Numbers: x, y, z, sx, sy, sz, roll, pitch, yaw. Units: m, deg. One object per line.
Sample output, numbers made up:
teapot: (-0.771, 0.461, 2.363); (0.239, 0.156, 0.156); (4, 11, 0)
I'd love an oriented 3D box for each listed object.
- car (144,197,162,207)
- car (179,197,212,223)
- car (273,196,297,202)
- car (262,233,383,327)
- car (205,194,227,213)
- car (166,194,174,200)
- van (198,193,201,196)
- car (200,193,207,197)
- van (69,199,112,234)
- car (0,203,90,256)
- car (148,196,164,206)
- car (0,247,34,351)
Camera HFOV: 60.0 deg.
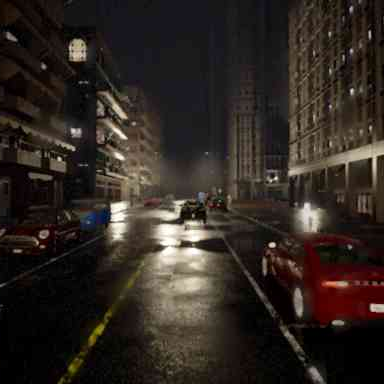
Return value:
car: (-5.679, 1.443, 46.999); (1.802, 1.307, 4.206); (1, 0, 0)
car: (0.098, 1.410, 24.713); (2.128, 1.511, 4.902); (0, 0, 0)
car: (17.920, 1.418, 64.252); (4.403, 1.369, 2.008); (0, -1, 0)
car: (2.671, 1.521, 6.998); (1.887, 1.381, 4.507); (1, 0, 0)
car: (2.671, 1.329, 35.488); (1.967, 1.590, 4.097); (1, 0, 0)
car: (-5.680, 1.239, 85.088); (1.967, 1.590, 4.097); (1, 0, 0)
van: (2.701, 1.135, 90.610); (1.690, 1.788, 3.998); (1, 0, 0)
car: (2.672, 1.176, 46.886); (2.192, 1.841, 5.009); (1, 0, 0)
van: (-5.673, 1.280, 18.512); (1.690, 1.788, 3.998); (1, 0, 0)
car: (-5.674, 1.397, 12.814); (1.967, 1.590, 4.097); (1, 0, 0)
car: (-5.679, 1.415, 52.696); (1.947, 1.339, 4.313); (1, 0, 0)
car: (-3.099, 1.518, 2.209); (1.812, 1.442, 4.674); (0, 0, 0)
